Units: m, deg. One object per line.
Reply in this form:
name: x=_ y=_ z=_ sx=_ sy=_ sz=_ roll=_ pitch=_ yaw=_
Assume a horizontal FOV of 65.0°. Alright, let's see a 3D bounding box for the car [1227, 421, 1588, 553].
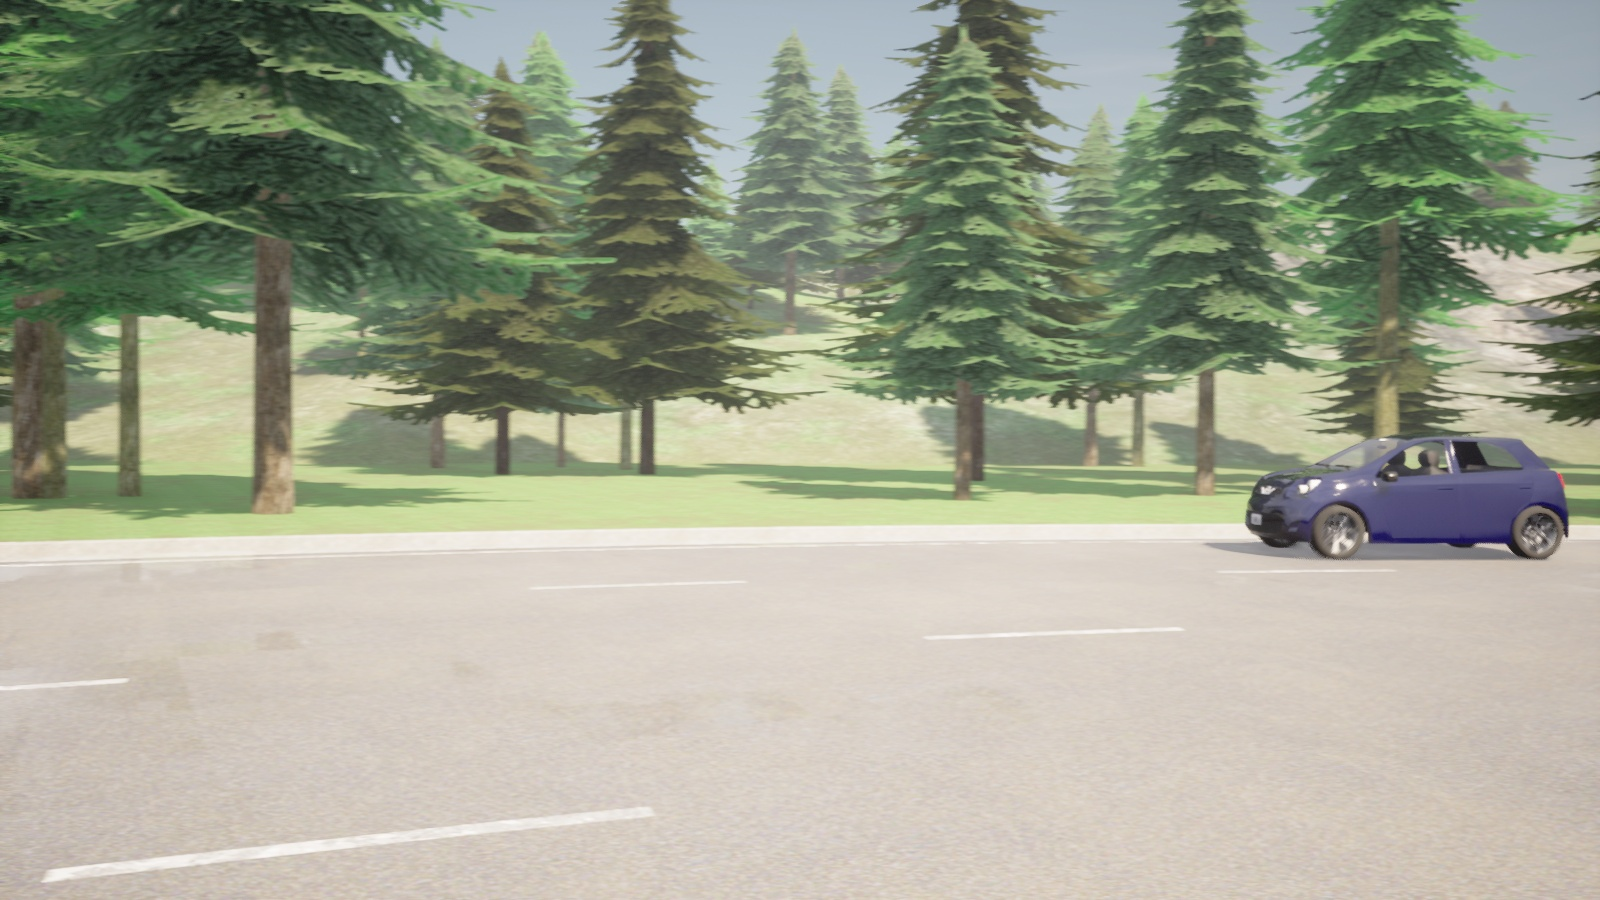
car: x=7.496 y=0.413 z=15.711 sx=3.633 sy=1.501 sz=1.845 roll=-1 pitch=1 yaw=-5
